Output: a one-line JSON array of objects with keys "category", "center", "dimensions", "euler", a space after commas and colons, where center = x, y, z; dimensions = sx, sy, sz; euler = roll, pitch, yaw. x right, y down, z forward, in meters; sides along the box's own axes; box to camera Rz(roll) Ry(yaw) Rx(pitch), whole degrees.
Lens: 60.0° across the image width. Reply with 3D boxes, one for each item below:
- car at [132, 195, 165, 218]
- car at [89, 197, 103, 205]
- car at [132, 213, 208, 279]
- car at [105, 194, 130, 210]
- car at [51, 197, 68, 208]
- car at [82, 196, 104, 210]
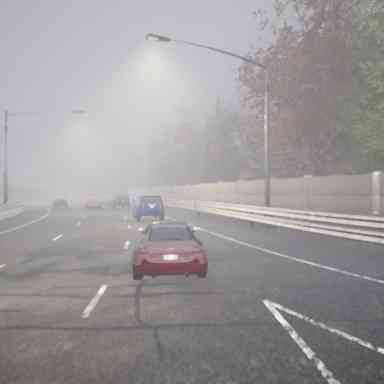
[{"category": "car", "center": [-3.677, 1.233, 27.609], "dimensions": [2.150, 2.045, 5.566], "euler": [0, 0, -14]}, {"category": "car", "center": [-18.263, 1.621, 63.096], "dimensions": [2.033, 1.411, 5.357], "euler": [0, 0, -22]}, {"category": "car", "center": [-0.707, 1.566, 10.123], "dimensions": [1.994, 1.385, 4.181], "euler": [0, 0, -5]}, {"category": "car", "center": [-9.818, 1.255, 44.819], "dimensions": [2.150, 2.045, 5.566], "euler": [0, 0, -23]}, {"category": "car", "center": [-19.464, 1.568, 48.962], "dimensions": [1.837, 1.490, 4.892], "euler": [0, 0, -28]}, {"category": "car", "center": [-13.504, 1.607, 44.710], "dimensions": [1.994, 1.385, 4.181], "euler": [0, 0, -24]}]
